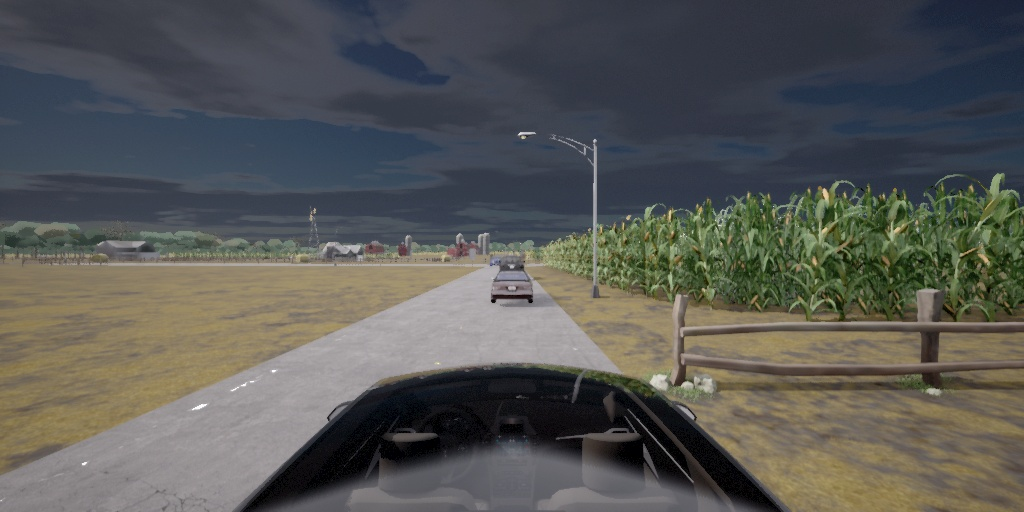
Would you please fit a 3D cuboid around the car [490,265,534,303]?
[{"bbox_3d":[0.000,1.301,16.503,2.033,1.411,5.357,0,0,0],"label":"car"}]

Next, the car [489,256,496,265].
[{"bbox_3d":[-2.749,0.995,63.479,2.150,2.045,5.566,0,0,0],"label":"car"}]

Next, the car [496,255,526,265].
[{"bbox_3d":[0.001,0.973,31.533,2.150,2.045,5.566,0,0,0],"label":"car"}]
